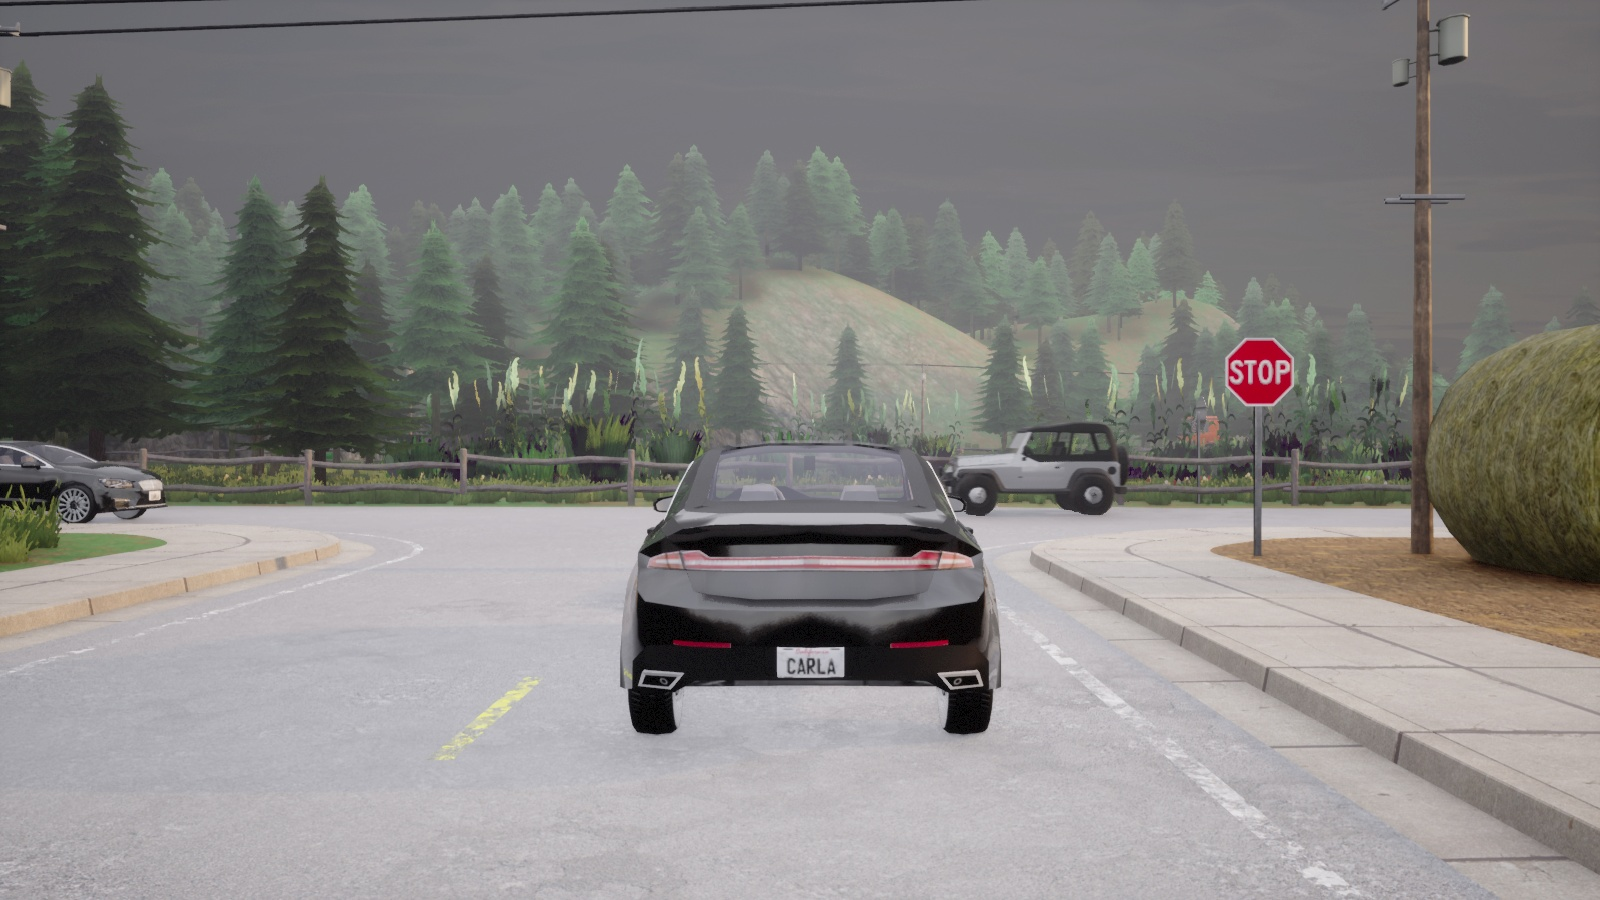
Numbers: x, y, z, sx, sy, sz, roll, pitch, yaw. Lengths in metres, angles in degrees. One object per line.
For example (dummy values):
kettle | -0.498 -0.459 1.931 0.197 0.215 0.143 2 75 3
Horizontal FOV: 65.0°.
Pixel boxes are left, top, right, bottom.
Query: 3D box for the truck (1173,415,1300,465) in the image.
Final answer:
truck | 30.669 -0.710 88.448 7.936 3.462 2.891 0 0 -1

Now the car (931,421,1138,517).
car | 4.722 0.368 25.727 3.866 1.878 1.905 0 0 -1

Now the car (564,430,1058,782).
car | 0.061 0.658 7.862 2.128 1.511 4.902 0 0 0

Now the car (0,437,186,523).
car | -14.394 0.524 23.385 4.902 1.511 2.128 0 0 3
